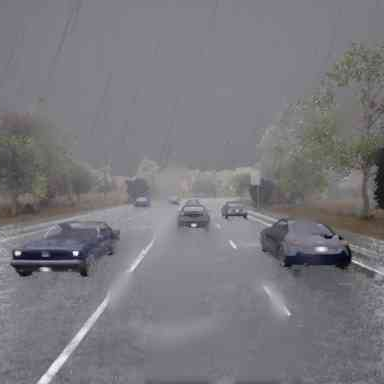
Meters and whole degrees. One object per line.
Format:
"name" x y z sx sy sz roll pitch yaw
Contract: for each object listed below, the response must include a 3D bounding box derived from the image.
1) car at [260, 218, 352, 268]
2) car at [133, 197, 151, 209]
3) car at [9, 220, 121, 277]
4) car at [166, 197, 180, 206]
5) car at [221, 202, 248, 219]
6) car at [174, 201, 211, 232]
"car" 3.596 1.565 11.257 1.994 1.385 4.181 0 0 0
"car" -6.904 1.479 46.680 1.882 1.535 5.008 0 0 2
"car" -3.604 1.601 10.392 1.895 1.301 4.718 0 0 0
"car" -3.089 1.480 54.357 1.882 1.535 5.008 0 0 3
"car" 3.594 1.549 28.826 2.033 1.411 5.357 0 0 0
"car" 0.096 1.506 20.008 1.837 1.490 4.892 0 0 0
